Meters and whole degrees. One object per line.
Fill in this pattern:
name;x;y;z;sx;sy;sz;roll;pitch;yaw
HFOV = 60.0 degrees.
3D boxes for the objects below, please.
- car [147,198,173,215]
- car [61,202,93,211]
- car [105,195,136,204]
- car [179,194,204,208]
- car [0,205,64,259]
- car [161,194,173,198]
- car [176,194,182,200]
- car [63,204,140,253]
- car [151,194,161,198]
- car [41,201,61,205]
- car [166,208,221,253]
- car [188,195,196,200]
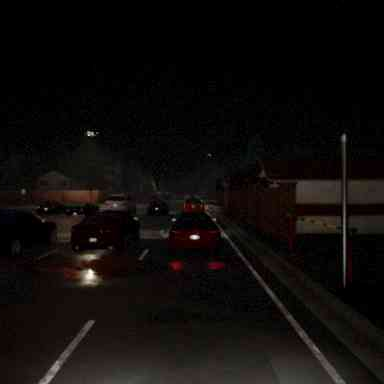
car;-3.389;1.603;34.092;1.994;1.385;4.181;0;0;0
car;-10.389;1.638;31.756;1.895;1.301;4.718;0;0;0
car;-6.889;1.259;32.531;2.150;2.045;5.566;0;0;0
car;0.110;1.390;33.056;2.097;1.767;4.553;0;0;0
car;-6.900;1.493;12.691;1.882;1.535;5.008;0;0;0
car;-6.966;1.598;94.477;1.837;1.490;4.892;0;0;0
car;-3.466;1.623;94.476;2.128;1.511;4.902;0;0;0
car;-3.398;1.494;13.902;1.882;1.535;5.008;0;0;0
car;-10.466;1.598;94.478;1.837;1.490;4.892;0;0;0
car;-14.316;1.604;33.997;1.994;1.385;4.181;0;0;-8
car;0.101;1.580;13.829;1.994;1.385;4.181;0;0;0
car;0.034;1.638;94.475;2.033;1.411;5.357;0;0;0
